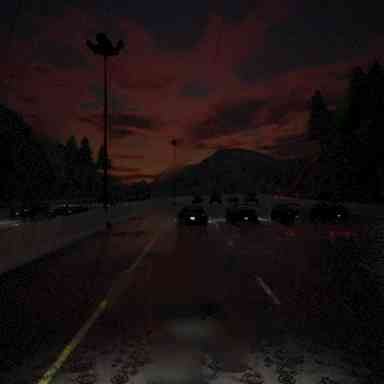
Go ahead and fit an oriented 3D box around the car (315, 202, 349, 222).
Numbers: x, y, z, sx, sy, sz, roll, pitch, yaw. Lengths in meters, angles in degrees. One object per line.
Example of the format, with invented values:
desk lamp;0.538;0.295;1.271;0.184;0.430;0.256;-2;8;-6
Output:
car;10.529;1.494;26.252;2.128;1.511;4.902;0;0;0

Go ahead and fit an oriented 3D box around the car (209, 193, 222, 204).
car;4.650;1.238;65.402;2.150;2.045;5.566;0;0;8

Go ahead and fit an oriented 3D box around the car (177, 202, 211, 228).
car;0.032;1.570;22.168;1.994;1.385;4.181;0;0;0

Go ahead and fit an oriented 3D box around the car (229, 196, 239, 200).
car;8.244;1.493;65.029;1.882;1.535;5.008;0;0;7

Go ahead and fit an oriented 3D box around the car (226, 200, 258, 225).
car;3.534;1.531;24.014;1.812;1.442;4.674;0;0;0

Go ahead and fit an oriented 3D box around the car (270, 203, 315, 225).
car;7.033;1.530;24.252;1.812;1.442;4.674;0;0;0

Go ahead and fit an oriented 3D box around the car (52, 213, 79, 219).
car;-10.659;1.613;29.161;1.895;1.301;4.718;0;0;0

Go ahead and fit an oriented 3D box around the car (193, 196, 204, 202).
car;1.257;1.523;65.366;1.837;1.490;4.892;-1;0;7

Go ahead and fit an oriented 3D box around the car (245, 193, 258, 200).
car;11.586;1.235;64.650;2.150;2.045;5.566;0;0;8
